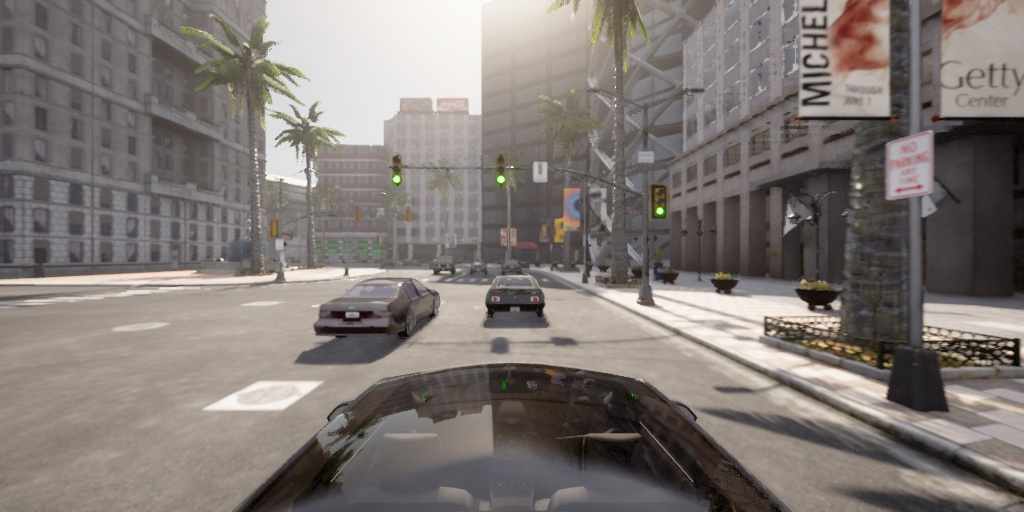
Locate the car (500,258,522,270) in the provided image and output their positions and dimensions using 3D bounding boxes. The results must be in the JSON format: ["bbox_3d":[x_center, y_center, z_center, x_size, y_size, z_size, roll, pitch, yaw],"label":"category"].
[{"bbox_3d":[-0.155,1.119,39.066,2.097,1.767,4.553,0,0,-4],"label":"car"}]

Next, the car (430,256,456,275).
[{"bbox_3d":[-7.459,0.990,40.257,2.150,2.045,5.566,0,0,-6],"label":"car"}]

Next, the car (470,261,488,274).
[{"bbox_3d":[-3.749,1.294,40.368,1.812,1.442,4.674,0,0,-5],"label":"car"}]

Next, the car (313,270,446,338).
[{"bbox_3d":[-3.398,1.301,10.141,2.033,1.411,5.357,0,0,0],"label":"car"}]

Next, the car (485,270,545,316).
[{"bbox_3d":[0.103,1.356,13.250,1.895,1.301,4.718,0,0,0],"label":"car"}]
